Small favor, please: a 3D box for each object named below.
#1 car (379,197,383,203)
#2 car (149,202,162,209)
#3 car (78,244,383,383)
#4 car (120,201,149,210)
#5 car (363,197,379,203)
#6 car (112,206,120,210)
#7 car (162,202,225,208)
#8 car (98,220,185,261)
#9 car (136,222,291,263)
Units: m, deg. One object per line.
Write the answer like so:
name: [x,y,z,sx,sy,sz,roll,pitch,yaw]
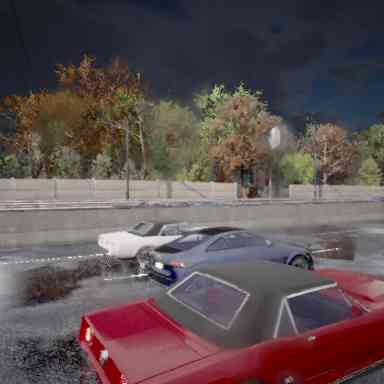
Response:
car: [31.429,1.238,50.336,5.566,2.045,2.150,0,0,-30]
car: [-1.024,1.563,27.503,4.181,1.385,1.994,0,0,-30]
car: [1.159,1.600,4.262,4.718,1.301,1.895,0,0,-30]
car: [-3.708,1.600,29.993,4.718,1.301,1.895,0,0,-30]
car: [29.711,1.564,53.377,5.357,1.411,2.033,0,0,-30]
car: [-5.452,1.600,33.027,4.718,1.301,1.895,0,0,-30]
car: [0.634,1.477,24.417,5.008,1.535,1.882,0,0,-30]
car: [-0.613,1.600,11.327,4.718,1.301,1.895,0,0,-30]
car: [1.009,1.563,8.221,4.181,1.385,1.994,0,0,-30]
